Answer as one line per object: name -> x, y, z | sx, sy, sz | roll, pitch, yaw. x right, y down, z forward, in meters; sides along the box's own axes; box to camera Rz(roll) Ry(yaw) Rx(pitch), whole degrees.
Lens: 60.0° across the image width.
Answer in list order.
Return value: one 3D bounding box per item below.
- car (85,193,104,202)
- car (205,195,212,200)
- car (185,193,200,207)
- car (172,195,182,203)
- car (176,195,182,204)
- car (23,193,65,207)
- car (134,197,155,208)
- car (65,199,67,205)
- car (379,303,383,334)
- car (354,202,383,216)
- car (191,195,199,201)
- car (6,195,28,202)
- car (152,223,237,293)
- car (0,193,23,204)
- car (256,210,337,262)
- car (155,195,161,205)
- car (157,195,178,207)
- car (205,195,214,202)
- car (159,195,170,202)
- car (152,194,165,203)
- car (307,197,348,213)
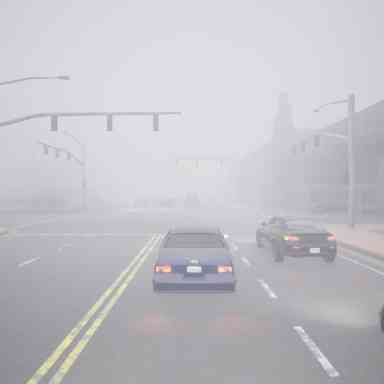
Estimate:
car -> -21.440, 1.156, 70.909 | 3.866, 1.878, 1.905 | 0, 0, 0
car -> 4.359, 1.470, 88.527 | 1.994, 1.385, 4.181 | 0, 0, 2
car -> 0.051, 1.221, 52.623 | 2.150, 2.045, 5.566 | 0, 0, 1
car -> -3.097, 1.500, 71.232 | 1.837, 1.490, 4.892 | 0, 0, 2
car -> -3.431, 1.564, 60.943 | 1.994, 1.385, 4.181 | 0, 0, 2
car -> -21.471, 1.153, 48.391 | 4.605, 1.855, 1.932 | 0, 0, 0
car -> -7.226, 1.492, 48.793 | 2.128, 1.511, 4.902 | 0, 0, 1
car -> -21.415, 1.156, 51.285 | 3.866, 1.878, 1.905 | 0, 0, 0
car -> 3.595, 1.526, 2.848 | 1.812, 1.442, 4.674 | 0, 0, 1
car -> 18.263, 1.601, 31.706 | 4.718, 1.301, 1.895 | 0, 0, 0
car -> 0.829, 1.478, 87.414 | 1.882, 1.535, 5.008 | 0, 0, 2
car -> -38.895, 1.364, 73.795 | 3.905, 1.438, 1.784 | 0, 0, 0
car -> 0.060, 1.547, 8.963 | 2.033, 1.411, 5.357 | 0, 0, 0
car -> -38.960, 1.153, 70.899 | 4.605, 1.855, 1.932 | 0, 0, 0
car -> 3.566, 1.526, 11.954 | 1.812, 1.442, 4.674 | 0, 0, 0
car -> -7.031, 1.564, 57.705 | 1.994, 1.385, 4.181 | 0, 0, 2
car -> -3.687, 1.601, 50.885 | 1.895, 1.301, 4.718 | 0, 0, 1
car -> 4.102, 1.549, 78.736 | 1.994, 1.385, 4.181 | 0, 0, 2
car -> -6.425, 1.460, 77.827 | 1.882, 1.535, 5.008 | 0, 0, 2
car -> -6.705, 1.352, 67.715 | 2.097, 1.767, 4.553 | 0, 0, 2
car -> 14.670, 1.352, 35.220 | 4.553, 1.767, 2.097 | 0, 0, 0
